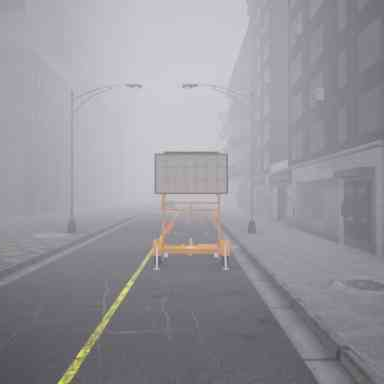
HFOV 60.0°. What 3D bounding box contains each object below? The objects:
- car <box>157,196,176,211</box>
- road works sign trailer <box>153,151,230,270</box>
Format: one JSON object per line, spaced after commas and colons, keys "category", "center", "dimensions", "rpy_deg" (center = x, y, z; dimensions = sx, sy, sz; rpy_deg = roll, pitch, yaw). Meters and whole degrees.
{"category": "car", "center": [-3.080, 1.588, 42.631], "dimensions": [2.033, 1.411, 5.357], "rpy_deg": [0, 0, 0]}
{"category": "road works sign trailer", "center": [-0.023, 0.467, 11.022], "dimensions": [2.380, 3.560, 2.880], "rpy_deg": [0, 0, 0]}
